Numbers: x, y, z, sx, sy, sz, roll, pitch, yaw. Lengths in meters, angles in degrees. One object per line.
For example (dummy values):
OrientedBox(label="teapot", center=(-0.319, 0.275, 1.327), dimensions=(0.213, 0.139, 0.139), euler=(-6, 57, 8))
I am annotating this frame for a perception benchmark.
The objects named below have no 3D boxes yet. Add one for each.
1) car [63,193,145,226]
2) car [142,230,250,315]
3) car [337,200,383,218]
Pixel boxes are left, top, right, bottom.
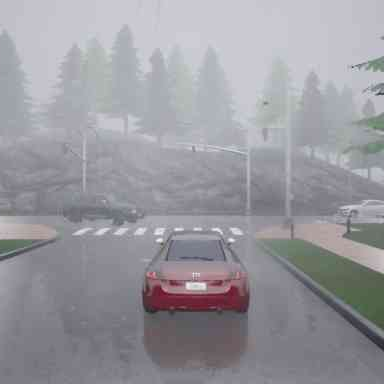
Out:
OrientedBox(label="car", center=(-5.927, 1.093, 22.302), dimensions=(5.566, 2.045, 2.150), euler=(1, 0, 20))
OrientedBox(label="car", center=(0.084, 1.564, 7.648), dimensions=(1.994, 1.385, 4.181), euler=(0, 0, 0))
OrientedBox(label="car", center=(14.374, 1.363, 27.170), dimensions=(4.674, 1.442, 1.812), euler=(0, 0, 0))
